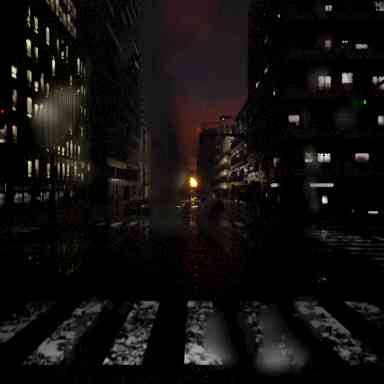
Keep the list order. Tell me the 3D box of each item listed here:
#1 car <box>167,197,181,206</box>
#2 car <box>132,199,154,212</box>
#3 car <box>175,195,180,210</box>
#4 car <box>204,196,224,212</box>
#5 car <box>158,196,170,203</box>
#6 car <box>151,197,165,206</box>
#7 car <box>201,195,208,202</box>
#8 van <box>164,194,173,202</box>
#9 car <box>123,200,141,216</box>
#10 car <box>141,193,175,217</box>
[{"bbox_3d":[-2.957,1.514,55.962,2.033,1.411,5.357,0,0,0],"label":"car"},{"bbox_3d":[-5.621,1.542,38.687,1.947,1.339,4.313,-1,0,0],"label":"car"},{"bbox_3d":[-3.007,1.197,42.331,2.150,2.045,5.566,0,0,0],"label":"car"},{"bbox_3d":[2.759,1.526,38.669,2.008,1.369,4.403,-1,0,0],"label":"car"},{"bbox_3d":[-5.559,1.505,66.960,1.887,1.381,4.507,-1,0,0],"label":"car"},{"bbox_3d":[-5.584,1.511,55.650,1.887,1.381,4.507,-1,0,0],"label":"car"},{"bbox_3d":[2.831,1.397,72.597,1.967,1.590,4.097,-1,0,0],"label":"car"},{"bbox_3d":[-5.538,1.295,78.269,1.690,1.788,3.998,-1,0,0],"label":"van"},{"bbox_3d":[-5.634,1.505,32.863,1.752,1.417,4.829,-1,0,0],"label":"car"},{"bbox_3d":[-3.037,1.202,31.163,2.150,2.045,5.566,0,0,0],"label":"car"}]
